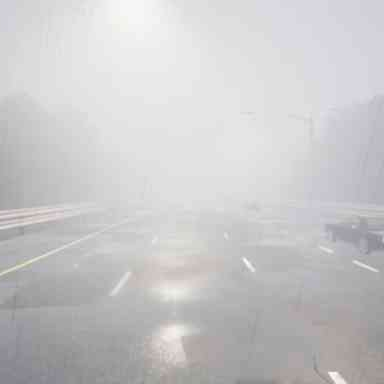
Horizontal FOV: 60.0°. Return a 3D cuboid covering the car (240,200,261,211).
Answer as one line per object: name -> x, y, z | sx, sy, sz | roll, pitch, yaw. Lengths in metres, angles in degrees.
car -> 7.107, 1.649, 40.711 | 1.895, 1.301, 4.718 | 0, 0, 0

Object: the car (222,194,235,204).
car -> 7.272, 1.318, 66.996 | 2.150, 2.045, 5.566 | 0, 0, 0

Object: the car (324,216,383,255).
car -> 7.014, 1.613, 13.270 | 1.895, 1.301, 4.718 | 0, 0, 0
